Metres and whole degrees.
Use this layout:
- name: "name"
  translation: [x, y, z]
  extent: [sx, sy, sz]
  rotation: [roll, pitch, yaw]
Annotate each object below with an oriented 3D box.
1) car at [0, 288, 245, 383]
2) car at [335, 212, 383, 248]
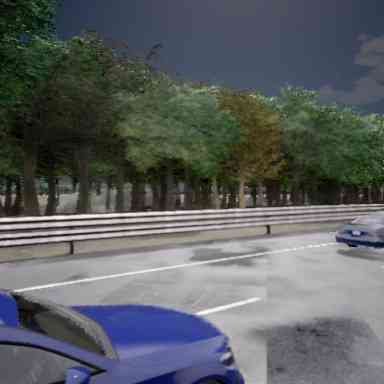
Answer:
- name: "car"
  translation: [-1.695, 1.519, 2.505]
  extent: [4.674, 1.442, 1.812]
  rotation: [0, 0, -36]
- name: "car"
  translation: [8.051, 1.536, 13.442]
  extent: [5.357, 1.411, 2.033]
  rotation: [0, 0, -33]
